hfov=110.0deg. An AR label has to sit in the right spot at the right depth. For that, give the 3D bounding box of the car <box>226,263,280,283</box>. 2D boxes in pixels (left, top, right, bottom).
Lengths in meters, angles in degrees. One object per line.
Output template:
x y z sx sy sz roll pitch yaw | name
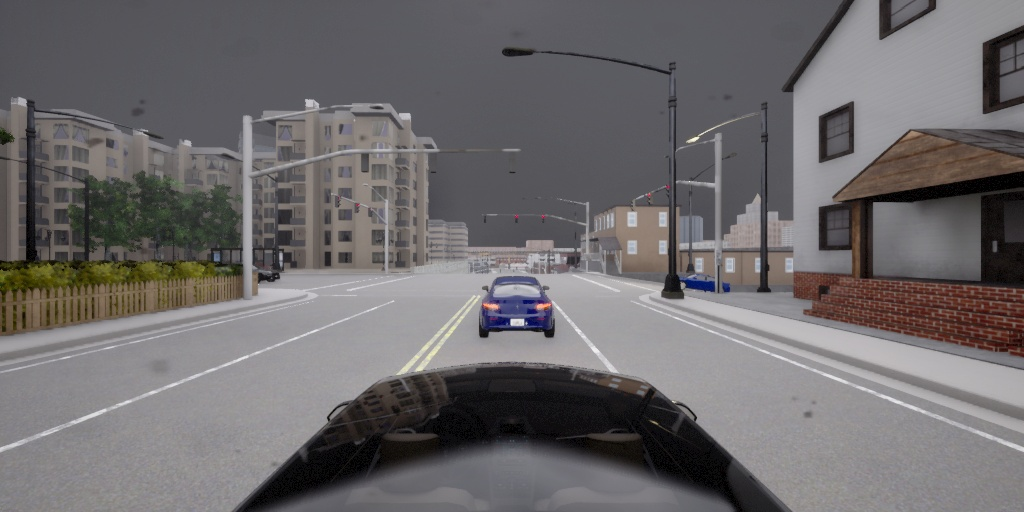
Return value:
-19.886 1.255 26.595 4.892 1.490 1.837 0 0 1 | car

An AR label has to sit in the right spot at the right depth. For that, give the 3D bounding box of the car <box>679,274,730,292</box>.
15.377 2.209 29.782 5.008 1.535 1.882 9 0 1 | car

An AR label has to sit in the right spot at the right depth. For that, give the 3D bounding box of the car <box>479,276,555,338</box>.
0.110 1.276 10.098 1.812 1.442 4.674 0 0 0 | car
